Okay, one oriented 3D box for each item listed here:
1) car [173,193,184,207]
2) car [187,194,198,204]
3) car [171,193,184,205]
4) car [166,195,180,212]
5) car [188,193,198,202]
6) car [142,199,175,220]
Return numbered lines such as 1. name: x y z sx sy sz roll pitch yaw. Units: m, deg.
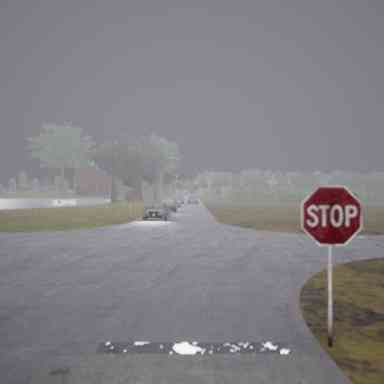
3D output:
1. car: -2.702 1.357 48.812 2.097 1.767 4.553 0 0 0
2. car: 0.157 1.561 61.293 1.994 1.385 4.181 0 0 0
3. car: -2.623 1.220 61.211 2.150 2.045 5.566 0 0 0
4. car: -2.734 1.485 38.633 1.882 1.535 5.008 0 0 0
5. car: 0.182 1.175 71.304 2.097 1.767 4.553 0 0 0
6. car: -2.878 1.573 27.622 1.994 1.385 4.181 0 0 3
